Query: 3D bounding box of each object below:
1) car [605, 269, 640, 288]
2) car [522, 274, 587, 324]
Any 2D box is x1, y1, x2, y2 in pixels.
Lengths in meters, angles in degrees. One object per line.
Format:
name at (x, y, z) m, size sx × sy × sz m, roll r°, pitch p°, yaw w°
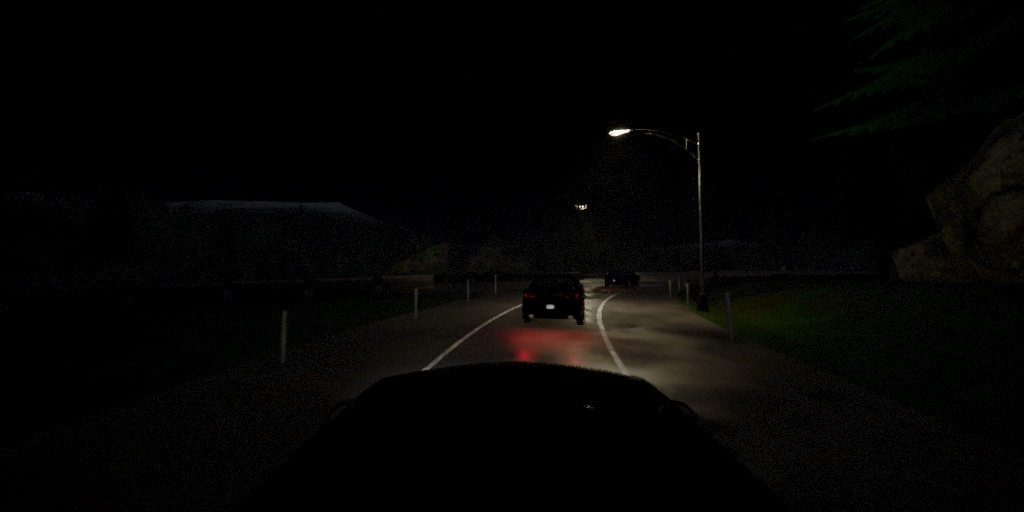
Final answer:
car at (9.556, 1.869, 30.776) m, size 1.882 × 1.535 × 5.008 m, roll -1°, pitch -2°, yaw 34°
car at (1.617, 1.375, 12.787) m, size 1.882 × 1.535 × 5.008 m, roll 0°, pitch -1°, yaw 12°
